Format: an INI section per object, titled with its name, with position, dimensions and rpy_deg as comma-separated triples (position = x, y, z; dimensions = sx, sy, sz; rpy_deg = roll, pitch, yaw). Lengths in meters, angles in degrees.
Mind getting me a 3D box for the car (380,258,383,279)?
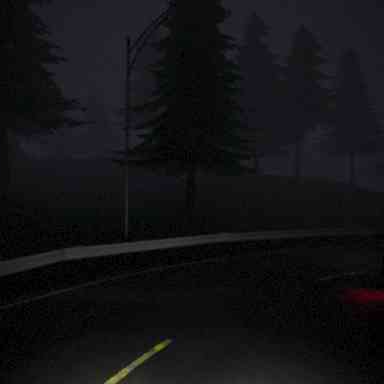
[car]
position = 6.682, 1.648, 8.220
dimensions = 4.181, 1.385, 1.994
rpy_deg = 1, 0, -28
